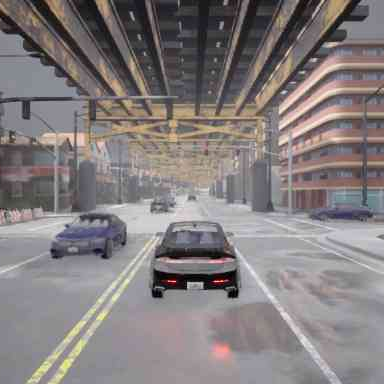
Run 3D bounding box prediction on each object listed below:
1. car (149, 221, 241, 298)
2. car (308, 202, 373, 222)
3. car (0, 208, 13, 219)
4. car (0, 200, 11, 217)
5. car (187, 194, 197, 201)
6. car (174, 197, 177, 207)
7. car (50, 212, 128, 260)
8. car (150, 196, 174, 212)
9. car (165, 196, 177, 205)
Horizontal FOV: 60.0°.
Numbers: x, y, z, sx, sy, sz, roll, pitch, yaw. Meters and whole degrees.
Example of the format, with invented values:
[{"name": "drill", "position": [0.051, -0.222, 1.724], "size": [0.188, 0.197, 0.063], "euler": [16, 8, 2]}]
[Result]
[{"name": "car", "position": [0.071, 1.492, 8.480], "size": [2.128, 1.511, 4.902], "euler": [0, 0, 0]}, {"name": "car", "position": [11.312, 1.526, 25.435], "size": [4.674, 1.442, 1.812], "euler": [0, 0, 1]}, {"name": "car", "position": [-16.769, 1.453, 25.955], "size": [4.974, 1.542, 2.038], "euler": [0, 0, -20]}, {"name": "car", "position": [-16.817, 1.295, 25.937], "size": [4.536, 1.218, 1.853], "euler": [0, 0, -20]}, {"name": "car", "position": [-0.021, 1.348, 78.434], "size": [1.837, 1.490, 4.892], "euler": [0, 1, 0]}, {"name": "car", "position": [-3.605, 1.350, 47.205], "size": [2.097, 1.767, 4.553], "euler": [0, 0, 0]}, {"name": "car", "position": [-3.651, 1.526, 12.591], "size": [1.812, 1.442, 4.674], "euler": [0, 0, 0]}, {"name": "car", "position": [-3.607, 1.491, 37.948], "size": [2.128, 1.511, 4.902], "euler": [0, 0, 0]}, {"name": "car", "position": [-3.597, 1.512, 58.015], "size": [1.812, 1.442, 4.674], "euler": [0, 0, 0]}]
